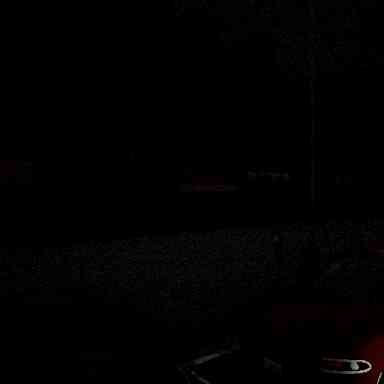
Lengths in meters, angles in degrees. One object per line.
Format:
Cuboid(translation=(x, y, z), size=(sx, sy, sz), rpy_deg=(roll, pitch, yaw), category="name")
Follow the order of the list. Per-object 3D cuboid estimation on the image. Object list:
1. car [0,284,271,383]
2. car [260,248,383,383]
Cuboid(translation=(-1.801, 1.442, 1.530), size=(4.097, 1.590, 1.967), rpy_deg=(0, 0, -35), category="car")
Cuboid(translation=(2.656, 1.525, 4.692), size=(4.507, 1.381, 1.887), rpy_deg=(0, 0, -35), category="car")
